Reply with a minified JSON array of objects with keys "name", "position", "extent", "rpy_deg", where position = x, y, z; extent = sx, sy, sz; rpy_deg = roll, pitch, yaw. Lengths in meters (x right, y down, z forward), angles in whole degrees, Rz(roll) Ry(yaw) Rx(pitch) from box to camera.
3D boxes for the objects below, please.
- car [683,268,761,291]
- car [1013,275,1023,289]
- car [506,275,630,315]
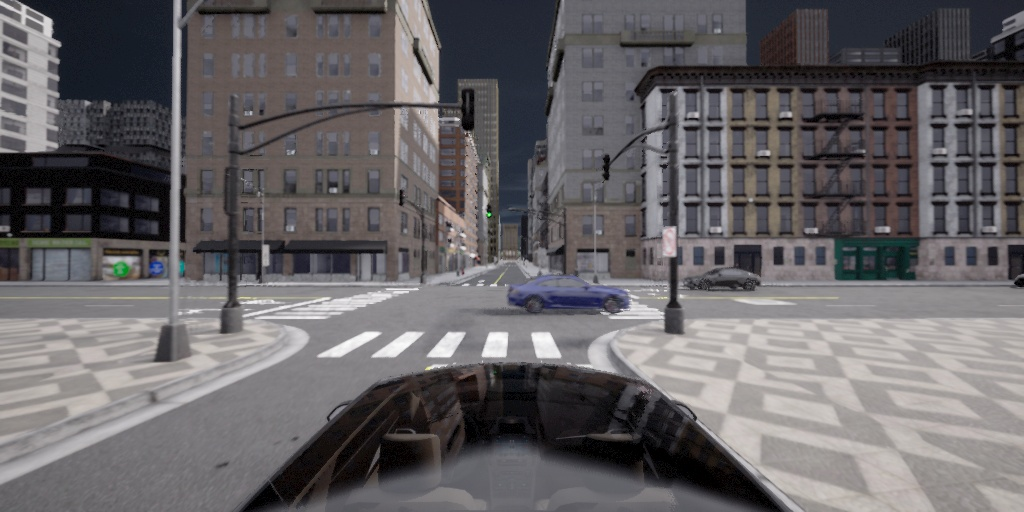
[{"name":"car","position":[13.750,1.515,23.577],"extent":[4.674,1.442,1.812],"rpy_deg":[0,-1,0]},{"name":"car","position":[36.180,1.467,23.489],"extent":[4.892,1.490,1.837],"rpy_deg":[0,-1,0]},{"name":"car","position":[2.094,1.439,13.764],"extent":[4.674,1.442,1.812],"rpy_deg":[0,-1,0]}]
